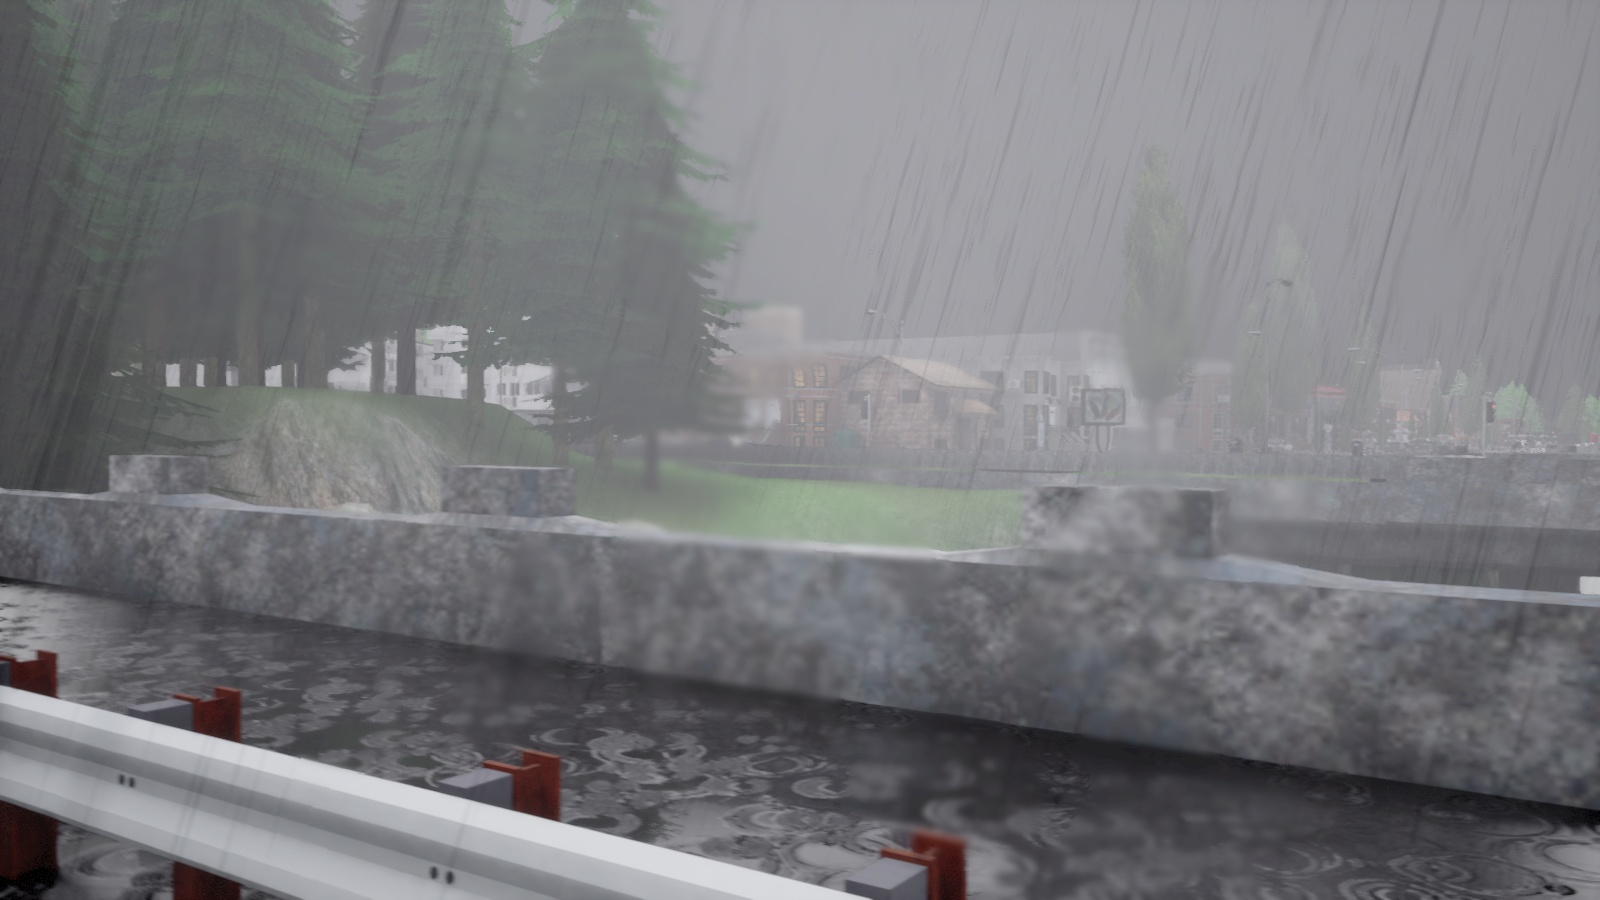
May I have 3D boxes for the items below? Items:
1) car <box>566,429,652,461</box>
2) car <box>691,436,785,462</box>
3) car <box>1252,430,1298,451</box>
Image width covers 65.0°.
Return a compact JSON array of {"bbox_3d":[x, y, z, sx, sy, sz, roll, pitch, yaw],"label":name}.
[{"bbox_3d":[-10.791,-0.280,70.891,4.553,1.767,2.097,0,1,34],"label":"car"},{"bbox_3d":[-3.254,-0.038,65.877,4.718,1.301,1.895,0,1,34],"label":"car"},{"bbox_3d":[31.639,-0.632,83.567,1.994,1.385,4.181,0,1,34],"label":"car"}]
